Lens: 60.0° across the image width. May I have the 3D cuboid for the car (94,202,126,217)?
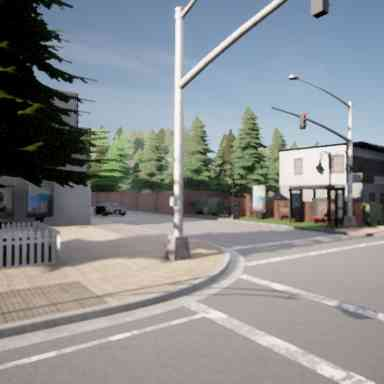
[{"bbox_3d":[-7.901,1.660,32.053,1.994,1.385,4.181,1,0,-34],"label":"car"}]
